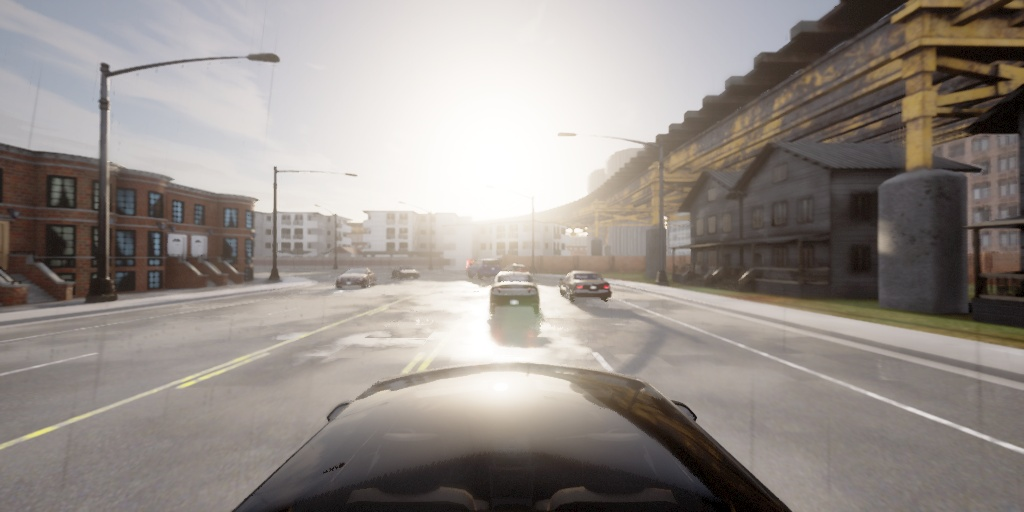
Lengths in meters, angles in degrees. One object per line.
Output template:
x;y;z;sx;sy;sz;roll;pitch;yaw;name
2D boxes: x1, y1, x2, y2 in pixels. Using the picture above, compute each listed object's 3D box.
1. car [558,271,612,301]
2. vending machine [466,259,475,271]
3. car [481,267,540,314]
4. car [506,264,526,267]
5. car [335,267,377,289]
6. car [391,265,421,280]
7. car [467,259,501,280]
3.585;1.470;18.375;2.033;1.411;5.357;0;-1;0;car
-6.400;1.503;55.627;0.880;2.100;1.100;0;0;39;vending machine
0.089;1.376;14.602;2.128;1.511;4.902;0;-1;0;car
0.234;1.627;37.619;1.837;1.490;4.892;1;-1;-23;car
-10.985;1.524;25.718;1.812;1.442;4.674;0;-1;-8;car
-10.853;1.655;36.311;2.033;1.411;5.357;0;-1;-31;car
-2.833;1.329;36.166;2.150;2.045;5.566;1;-1;-23;car
